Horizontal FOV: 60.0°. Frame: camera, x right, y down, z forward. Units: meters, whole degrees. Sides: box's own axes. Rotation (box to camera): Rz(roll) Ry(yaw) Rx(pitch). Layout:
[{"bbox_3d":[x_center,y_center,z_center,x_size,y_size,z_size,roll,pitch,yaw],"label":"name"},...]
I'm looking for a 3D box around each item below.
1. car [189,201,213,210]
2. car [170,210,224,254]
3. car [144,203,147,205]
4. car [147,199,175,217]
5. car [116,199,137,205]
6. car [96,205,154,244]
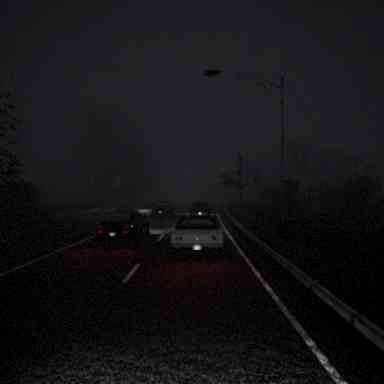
[{"bbox_3d":[0.811,1.563,30.459,1.837,1.490,4.892,0,0,3],"label":"car"},{"bbox_3d":[0.226,1.627,13.657,1.895,1.301,4.718,0,0,1],"label":"car"},{"bbox_3d":[-5.335,1.688,46.333,1.895,1.301,4.718,0,0,5],"label":"car"},{"bbox_3d":[-2.649,1.585,31.295,1.812,1.442,4.674,0,0,3],"label":"car"},{"bbox_3d":[-8.915,1.632,45.610,2.033,1.411,5.357,0,0,5],"label":"car"},{"bbox_3d":[-3.217,1.556,15.964,1.812,1.442,4.674,0,0,1],"label":"car"}]
